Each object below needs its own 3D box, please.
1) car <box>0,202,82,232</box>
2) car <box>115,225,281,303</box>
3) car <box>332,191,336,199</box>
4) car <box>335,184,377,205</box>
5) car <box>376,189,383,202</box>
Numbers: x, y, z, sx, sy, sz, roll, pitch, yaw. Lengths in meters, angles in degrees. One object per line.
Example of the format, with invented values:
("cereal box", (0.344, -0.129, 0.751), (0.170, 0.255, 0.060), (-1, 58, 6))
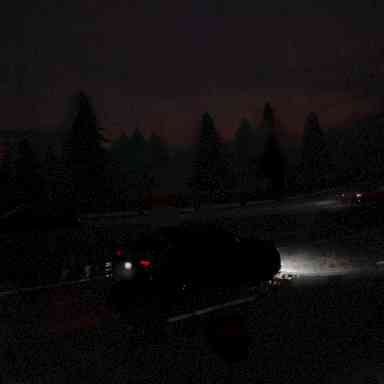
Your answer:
("car", (-7.704, 1.328, 15.692), (4.553, 1.767, 2.097), (-1, 0, -35))
("car", (0.261, 1.520, 8.231), (4.181, 1.385, 1.994), (-1, 0, -36))
("car", (18.158, -0.053, 38.422), (4.902, 1.511, 2.128), (-7, 4, -35))
("car", (16.865, 0.208, 33.210), (4.553, 1.767, 2.097), (-7, 4, -35))
("car", (19.290, 0.376, 30.639), (4.181, 1.385, 1.994), (-6, 4, -35))
